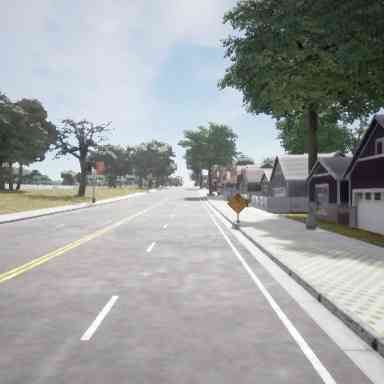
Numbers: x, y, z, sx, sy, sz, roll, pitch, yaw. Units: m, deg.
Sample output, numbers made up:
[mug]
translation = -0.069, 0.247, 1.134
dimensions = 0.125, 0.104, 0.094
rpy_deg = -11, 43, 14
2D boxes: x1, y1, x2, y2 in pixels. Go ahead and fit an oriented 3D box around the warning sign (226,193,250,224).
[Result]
[warning sign]
translation = 2.832, 0.985, 20.494
dimensions = 1.300, 1.860, 1.060
rpy_deg = -1, 0, 0
